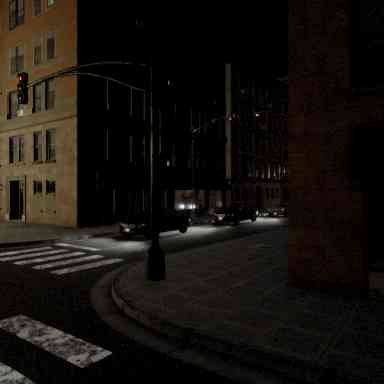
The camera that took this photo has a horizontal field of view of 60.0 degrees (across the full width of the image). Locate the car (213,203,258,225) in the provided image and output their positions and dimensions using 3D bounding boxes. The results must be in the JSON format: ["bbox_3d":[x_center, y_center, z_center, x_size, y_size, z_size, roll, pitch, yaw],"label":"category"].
[{"bbox_3d":[3.453,1.627,25.748,2.128,1.511,4.902,0,0,35],"label":"car"}]

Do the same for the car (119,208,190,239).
[{"bbox_3d":[-1.878,1.610,18.276,1.812,1.442,4.674,0,0,34],"label":"car"}]

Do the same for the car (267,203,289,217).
[{"bbox_3d":[9.356,1.791,34.011,1.895,1.301,4.718,0,0,36],"label":"car"}]
